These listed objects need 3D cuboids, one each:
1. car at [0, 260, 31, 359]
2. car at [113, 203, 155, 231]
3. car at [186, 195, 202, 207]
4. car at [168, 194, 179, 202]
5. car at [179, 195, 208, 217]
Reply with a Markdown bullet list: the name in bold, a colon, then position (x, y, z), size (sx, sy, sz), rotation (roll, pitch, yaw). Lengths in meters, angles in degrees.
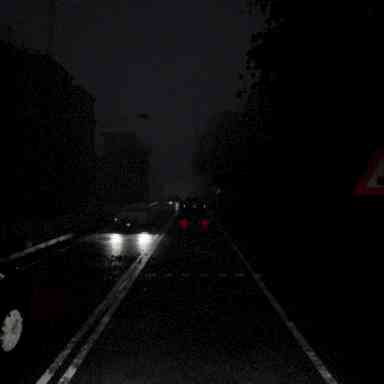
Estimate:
- **car**: position (-3.339, 1.484, 3.121), size (1.837, 1.490, 4.892), rotation (0, 0, 0)
- **car**: position (-3.261, 1.389, 19.445), size (1.812, 1.442, 4.674), rotation (0, 1, 0)
- **car**: position (0.251, 1.192, 44.182), size (2.033, 1.411, 5.357), rotation (0, 1, 0)
- **car**: position (-3.149, 1.033, 59.925), size (1.994, 1.385, 4.181), rotation (0, 1, 1)
- **car**: position (0.201, 1.146, 28.286), size (2.097, 1.767, 4.553), rotation (0, 0, 0)
